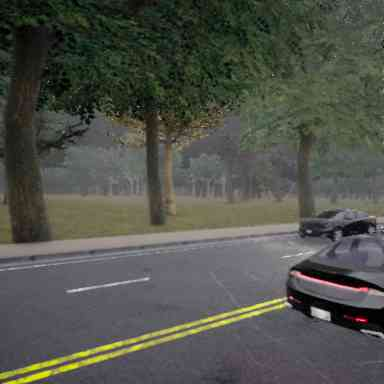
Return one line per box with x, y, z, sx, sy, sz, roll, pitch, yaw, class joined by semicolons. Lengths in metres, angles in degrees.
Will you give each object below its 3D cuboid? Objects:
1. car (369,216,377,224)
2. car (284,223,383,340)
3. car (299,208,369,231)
10.504;1.632;15.183;4.902;1.511;2.128;1;0;-36;car
3.809;1.546;6.161;4.902;1.511;2.128;1;0;-36;car
7.519;1.608;17.045;5.008;1.535;1.882;1;0;-36;car
